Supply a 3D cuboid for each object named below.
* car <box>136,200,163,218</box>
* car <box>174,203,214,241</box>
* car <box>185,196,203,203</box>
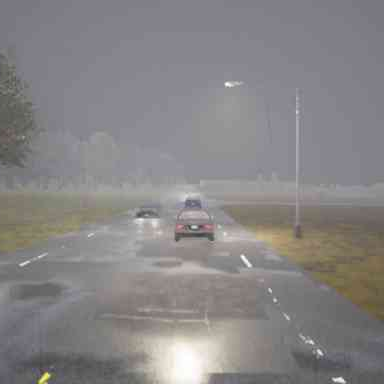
[{"bbox_3d":[-3.585,1.424,29.016,2.033,1.411,5.357,0,1,0],"label":"car"},{"bbox_3d":[0.101,1.527,16.613,2.033,1.411,5.357,0,0,0],"label":"car"},{"bbox_3d":[0.228,1.178,40.516,1.882,1.535,5.008,0,1,3],"label":"car"}]
